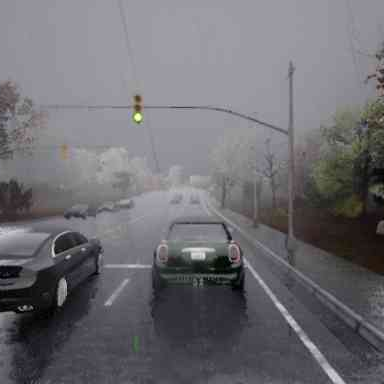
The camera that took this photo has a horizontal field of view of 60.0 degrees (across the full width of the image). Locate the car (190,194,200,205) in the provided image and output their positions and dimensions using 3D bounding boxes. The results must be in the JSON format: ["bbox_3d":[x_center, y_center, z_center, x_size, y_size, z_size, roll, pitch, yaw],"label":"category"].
[{"bbox_3d":[0.546,1.579,62.928,2.033,1.411,5.357,0,2,1],"label":"car"}]

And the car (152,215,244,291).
[{"bbox_3d":[0.150,1.431,9.399,2.097,1.767,4.553,0,-1,0],"label":"car"}]

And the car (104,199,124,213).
[{"bbox_3d":[-10.309,1.912,41.653,1.994,1.385,4.181,0,0,1],"label":"car"}]

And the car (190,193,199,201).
[{"bbox_3d":[0.528,1.128,73.189,2.033,1.411,5.357,0,2,0],"label":"car"}]

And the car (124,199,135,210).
[{"bbox_3d":[-10.230,1.859,51.763,1.882,1.535,5.008,0,1,1],"label":"car"}]

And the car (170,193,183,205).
[{"bbox_3d":[-3.054,1.593,62.639,2.033,1.411,5.357,0,2,0],"label":"car"}]

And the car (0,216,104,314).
[{"bbox_3d":[-3.446,1.572,7.801,1.837,1.490,4.892,0,0,-1],"label":"car"}]

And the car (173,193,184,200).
[{"bbox_3d":[-2.974,0.966,73.062,2.033,1.411,5.357,0,2,0],"label":"car"}]

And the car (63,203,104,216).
[{"bbox_3d":[-10.403,1.812,31.697,2.033,1.411,5.357,0,0,1],"label":"car"}]
